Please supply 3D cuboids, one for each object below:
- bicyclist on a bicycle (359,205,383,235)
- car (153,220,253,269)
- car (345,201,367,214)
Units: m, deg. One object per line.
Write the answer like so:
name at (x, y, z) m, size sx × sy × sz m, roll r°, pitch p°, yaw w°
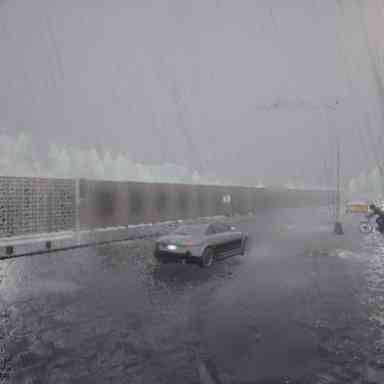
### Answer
bicyclist on a bicycle at (10.004, 1.517, 18.132) m, size 1.656 × 1.620 × 0.582 m, roll -1°, pitch -1°, yaw 34°
car at (0.533, 1.692, 11.868) m, size 1.994 × 1.385 × 4.181 m, roll -1°, pitch -1°, yaw 35°
car at (20.007, 1.858, 40.514) m, size 1.882 × 1.535 × 5.008 m, roll -1°, pitch -1°, yaw 35°
